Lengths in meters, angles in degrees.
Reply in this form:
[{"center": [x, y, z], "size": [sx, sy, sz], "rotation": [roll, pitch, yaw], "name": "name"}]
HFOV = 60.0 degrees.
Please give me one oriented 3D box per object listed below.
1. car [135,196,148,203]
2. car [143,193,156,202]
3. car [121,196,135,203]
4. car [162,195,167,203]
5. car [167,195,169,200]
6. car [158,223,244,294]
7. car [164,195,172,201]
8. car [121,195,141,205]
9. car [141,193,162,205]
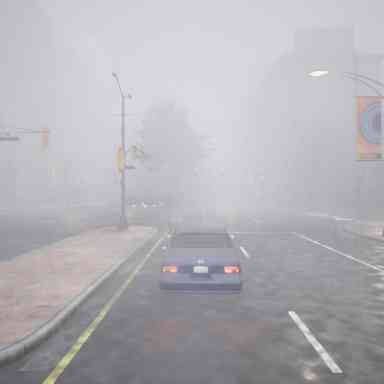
[{"center": [-10.244, 1.504, 68.056], "size": [1.837, 1.490, 4.892], "rotation": [0, 0, 1], "name": "car"}, {"center": [-10.036, 1.225, 78.741], "size": [2.150, 2.045, 5.566], "rotation": [0, 0, 1], "name": "car"}, {"center": [-13.453, 1.594, 69.845], "size": [1.895, 1.301, 4.718], "rotation": [0, 0, 1], "name": "car"}, {"center": [-6.788, 1.352, 66.775], "size": [2.097, 1.767, 4.553], "rotation": [0, 0, 1], "name": "car"}, {"center": [-6.570, 1.525, 76.928], "size": [2.128, 1.511, 4.902], "rotation": [0, 0, 1], "name": "car"}, {"center": [0.231, 1.547, 8.949], "size": [2.033, 1.411, 5.357], "rotation": [0, 0, 1], "name": "car"}, {"center": [-6.348, 1.474, 88.725], "size": [1.882, 1.535, 5.008], "rotation": [0, 0, 1], "name": "car"}, {"center": [-10.506, 1.352, 57.881], "size": [2.097, 1.767, 4.553], "rotation": [0, 0, 1], "name": "car"}, {"center": [-7.006, 1.352, 58.003], "size": [2.097, 1.767, 4.553], "rotation": [0, 0, 1], "name": "car"}]
